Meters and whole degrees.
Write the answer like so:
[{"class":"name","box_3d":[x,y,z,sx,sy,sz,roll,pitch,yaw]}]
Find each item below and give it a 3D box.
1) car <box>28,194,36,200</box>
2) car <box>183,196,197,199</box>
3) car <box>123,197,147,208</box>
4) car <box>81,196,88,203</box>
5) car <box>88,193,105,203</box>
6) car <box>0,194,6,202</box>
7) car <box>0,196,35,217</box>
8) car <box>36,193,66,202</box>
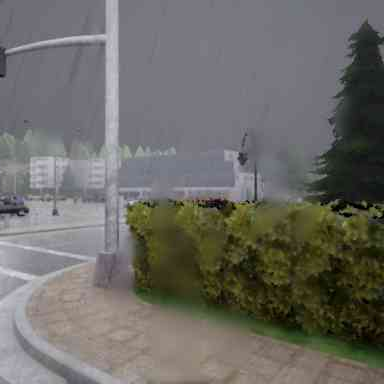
[{"class":"car","box_3d":[-33.887,1.192,71.830,1.970,1.475,3.806,0,0,36]},{"class":"car","box_3d":[-0.589,1.357,48.416,1.845,1.501,3.633,0,0,36]},{"class":"car","box_3d":[-7.359,1.366,44.159,1.970,1.475,3.806,0,0,36]},{"class":"car","box_3d":[-18.145,1.048,60.811,1.905,1.878,3.866,0,0,36]},{"class":"car","box_3d":[-15.551,1.070,59.439,1.932,1.855,4.605,0,0,36]},{"class":"car","box_3d":[-40.991,1.256,68.274,2.007,1.523,4.514,0,0,36]},{"class":"car","box_3d":[-15.868,1.323,27.336,2.007,1.523,4.514,0,0,36]},{"class":"car","box_3d":[-28.502,1.117,68.323,2.152,1.636,5.027,0,0,36]}]
